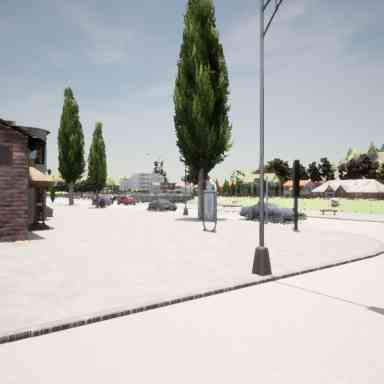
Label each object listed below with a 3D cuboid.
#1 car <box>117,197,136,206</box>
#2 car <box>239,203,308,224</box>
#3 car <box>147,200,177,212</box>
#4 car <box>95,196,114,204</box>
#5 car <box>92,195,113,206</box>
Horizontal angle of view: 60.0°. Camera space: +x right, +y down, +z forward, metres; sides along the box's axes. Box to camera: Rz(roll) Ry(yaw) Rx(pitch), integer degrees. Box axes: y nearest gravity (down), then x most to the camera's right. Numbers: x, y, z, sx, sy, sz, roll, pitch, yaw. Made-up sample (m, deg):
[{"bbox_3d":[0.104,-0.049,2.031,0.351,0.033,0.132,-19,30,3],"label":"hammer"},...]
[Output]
[{"bbox_3d":[-10.938,1.526,55.800,1.812,1.442,4.674,0,0,-36],"label":"car"},{"bbox_3d":[5.952,1.547,25.117,2.033,1.411,5.357,0,0,-36],"label":"car"},{"bbox_3d":[-3.436,1.565,38.181,1.994,1.385,4.181,0,0,-36],"label":"car"},{"bbox_3d":[-16.897,1.478,64.089,1.882,1.535,5.008,0,0,-36],"label":"car"},{"bbox_3d":[-14.571,1.350,53.813,2.097,1.767,4.553,0,0,-35],"label":"car"}]
